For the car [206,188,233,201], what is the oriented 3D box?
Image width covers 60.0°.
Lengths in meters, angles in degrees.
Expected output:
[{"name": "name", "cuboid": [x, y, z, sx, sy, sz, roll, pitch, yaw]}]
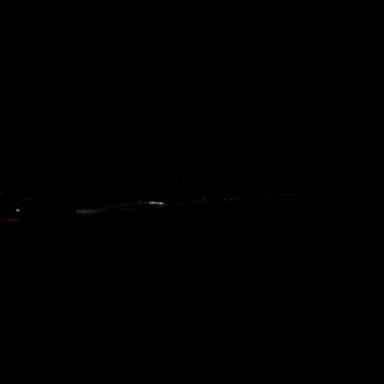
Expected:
[{"name": "car", "cuboid": [3.879, 0.535, 49.331, 1.994, 1.385, 4.181, 2, 2, 35]}]

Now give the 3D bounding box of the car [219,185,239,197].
[{"name": "car", "cuboid": [6.298, -0.266, 58.930, 2.150, 2.045, 5.566, 2, 2, 35]}]

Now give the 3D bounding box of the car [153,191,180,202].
[{"name": "car", "cuboid": [-3.425, 0.619, 45.427, 1.994, 1.385, 4.181, 2, 2, 35]}]

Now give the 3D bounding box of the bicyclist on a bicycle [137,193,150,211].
[{"name": "bicyclist on a bicycle", "cuboid": [-4.490, 0.952, 30.824, 1.656, 1.620, 0.582, 0, 1, 35]}]

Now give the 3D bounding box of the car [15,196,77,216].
[{"name": "car", "cuboid": [-11.823, 1.096, 27.271, 1.837, 1.490, 4.892, 1, 2, 35]}]
